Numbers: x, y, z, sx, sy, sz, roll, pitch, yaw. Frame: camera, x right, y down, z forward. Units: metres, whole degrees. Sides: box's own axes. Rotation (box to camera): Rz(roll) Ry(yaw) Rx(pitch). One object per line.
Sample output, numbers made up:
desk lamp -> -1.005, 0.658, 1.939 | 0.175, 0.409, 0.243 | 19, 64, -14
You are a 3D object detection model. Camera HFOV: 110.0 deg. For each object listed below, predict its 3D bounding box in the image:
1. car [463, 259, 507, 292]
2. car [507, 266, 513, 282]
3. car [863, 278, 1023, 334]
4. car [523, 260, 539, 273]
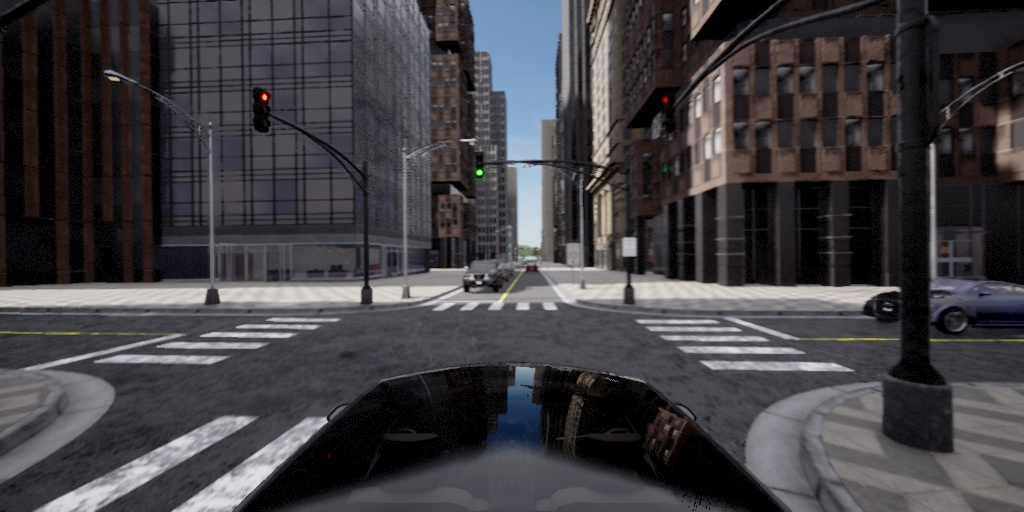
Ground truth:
car -> -1.814, 1.248, 24.002 | 2.150, 2.045, 5.566 | -1, -1, 3
car -> -1.266, 1.697, 34.009 | 1.994, 1.385, 4.181 | -1, -1, 3
car -> 12.807, 1.349, 10.225 | 4.181, 1.385, 1.994 | 0, 0, 3
car -> 3.077, 1.799, 55.394 | 1.882, 1.535, 5.008 | -1, -1, 3
